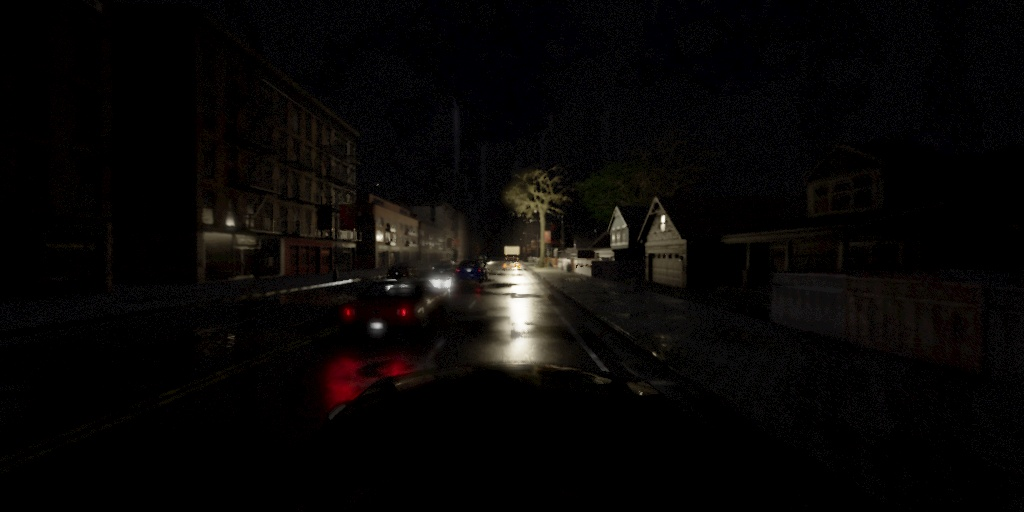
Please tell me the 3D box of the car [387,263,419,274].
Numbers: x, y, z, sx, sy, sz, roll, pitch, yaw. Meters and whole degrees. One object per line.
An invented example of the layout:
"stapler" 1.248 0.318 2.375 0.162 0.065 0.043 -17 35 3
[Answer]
"car" -9.841 1.313 32.592 1.994 1.385 4.181 0 0 0

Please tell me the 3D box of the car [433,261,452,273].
"car" -6.587 1.240 36.002 2.128 1.511 4.902 0 0 0

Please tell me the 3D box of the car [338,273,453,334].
"car" -3.150 1.351 10.622 1.895 1.301 4.718 0 0 0

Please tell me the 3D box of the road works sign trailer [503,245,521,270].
"road works sign trailer" 0.002 0.211 54.011 2.380 3.560 2.880 0 0 0

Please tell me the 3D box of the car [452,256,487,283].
"car" -3.149 1.101 28.321 2.097 1.767 4.553 0 0 0
